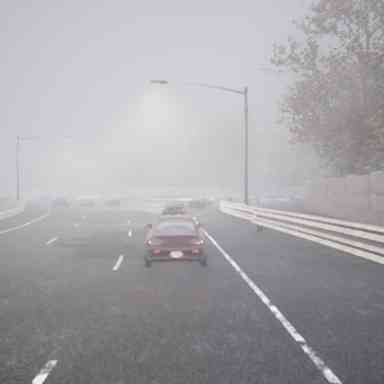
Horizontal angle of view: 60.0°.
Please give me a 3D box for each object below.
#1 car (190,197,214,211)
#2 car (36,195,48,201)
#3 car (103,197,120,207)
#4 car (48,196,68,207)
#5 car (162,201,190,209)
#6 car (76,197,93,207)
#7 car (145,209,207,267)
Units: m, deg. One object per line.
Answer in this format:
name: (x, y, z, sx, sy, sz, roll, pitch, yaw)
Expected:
car: (1.237, 1.381, 40.310, 1.882, 1.535, 5.008, -1, 0, 20)
car: (-37.197, 1.436, 83.323, 5.008, 1.535, 1.882, 0, 0, 40)
car: (-12.126, 1.460, 50.019, 1.812, 1.442, 4.674, 0, 0, -26)
car: (-19.878, 1.317, 49.857, 2.097, 1.767, 4.553, 0, 0, -27)
car: (-1.298, 1.450, 26.438, 1.837, 1.490, 4.892, -1, 0, 0)
car: (-16.343, 1.513, 50.641, 1.994, 1.385, 4.181, 0, 0, -27)
car: (-0.557, 1.502, 11.205, 1.812, 1.442, 4.674, 0, 0, -3)
